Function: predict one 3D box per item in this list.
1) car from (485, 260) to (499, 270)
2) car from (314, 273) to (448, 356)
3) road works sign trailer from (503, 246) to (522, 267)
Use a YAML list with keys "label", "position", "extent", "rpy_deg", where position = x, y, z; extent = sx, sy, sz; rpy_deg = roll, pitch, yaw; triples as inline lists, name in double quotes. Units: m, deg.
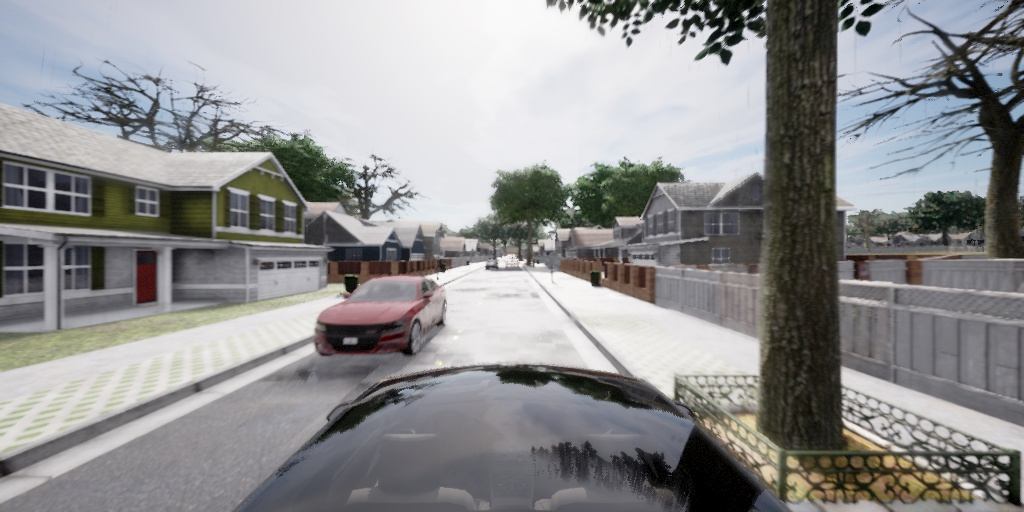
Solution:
- label: "car"
  position: [-2.792, 1.215, 50.696]
  extent: [2.033, 1.411, 5.357]
  rpy_deg: [0, 0, 0]
- label: "car"
  position: [-2.845, 1.228, 8.821]
  extent: [1.882, 1.535, 5.008]
  rpy_deg: [0, 0, 0]
- label: "road works sign trailer"
  position: [0.042, 0.092, 62.006]
  extent: [2.380, 3.560, 2.880]
  rpy_deg: [0, 0, 0]
